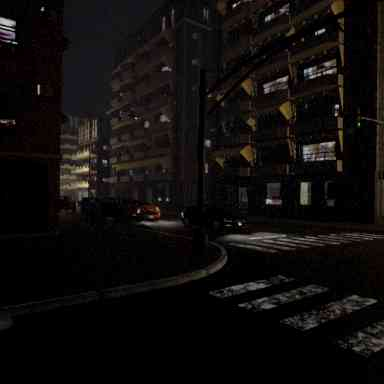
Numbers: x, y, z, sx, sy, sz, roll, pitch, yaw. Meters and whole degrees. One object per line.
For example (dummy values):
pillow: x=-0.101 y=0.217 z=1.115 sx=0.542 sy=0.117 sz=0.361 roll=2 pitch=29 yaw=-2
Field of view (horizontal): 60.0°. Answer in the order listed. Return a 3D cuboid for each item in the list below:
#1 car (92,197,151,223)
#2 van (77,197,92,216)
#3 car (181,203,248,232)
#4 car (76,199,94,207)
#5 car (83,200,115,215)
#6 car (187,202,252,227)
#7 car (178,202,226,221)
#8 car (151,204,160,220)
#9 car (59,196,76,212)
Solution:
car: x=-5.521 y=1.310 z=25.459 sx=2.192 sy=1.841 sz=5.009 roll=1 pitch=-1 yaw=-35
van: x=-8.745 y=1.355 z=30.008 sx=1.690 sy=1.788 sz=3.998 roll=1 pitch=-1 yaw=-35
car: x=1.214 y=1.527 z=20.273 sx=1.837 sy=1.490 sz=4.892 roll=1 pitch=-1 yaw=-36
car: x=-18.434 y=1.868 z=57.309 sx=1.802 sy=1.307 sz=4.206 roll=1 pitch=-1 yaw=-35
car: x=-10.230 y=1.651 z=36.378 sx=1.994 sy=1.385 sz=4.181 roll=1 pitch=-1 yaw=-35
car: x=1.869 y=1.570 z=24.374 sx=1.882 sy=1.535 sz=5.008 roll=1 pitch=-1 yaw=-35
car: x=0.806 y=1.686 z=30.151 sx=1.752 sy=1.417 sz=4.829 roll=1 pitch=-1 yaw=-35
car: x=-4.519 y=1.405 z=28.315 sx=2.097 sy=1.767 sz=4.553 roll=1 pitch=-1 yaw=-35
car: x=-15.190 y=1.369 z=39.108 sx=2.192 sy=1.841 sz=5.009 roll=1 pitch=-1 yaw=-35
